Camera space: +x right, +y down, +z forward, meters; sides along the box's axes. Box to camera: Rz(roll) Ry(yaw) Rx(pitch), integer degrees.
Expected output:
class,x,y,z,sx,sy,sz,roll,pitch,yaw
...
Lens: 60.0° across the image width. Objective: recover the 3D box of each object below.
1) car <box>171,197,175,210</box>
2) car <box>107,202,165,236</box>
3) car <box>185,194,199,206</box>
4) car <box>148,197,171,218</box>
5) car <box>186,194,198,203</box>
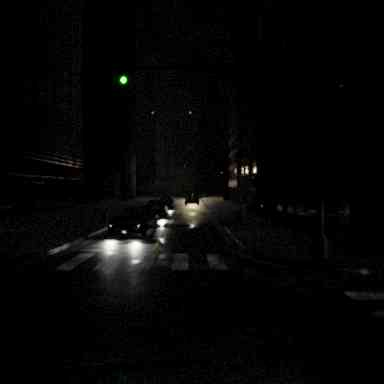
class,x,y,z,sx,sy,sz,roll,pitch,yaw
car,-3.055,1.334,40.502,2.033,1.411,5.357,0,1,2
car,-3.067,1.511,18.477,2.033,1.411,5.357,0,0,4
car,0.011,1.049,48.803,2.097,1.767,4.553,0,1,0
car,-3.083,1.402,28.810,1.837,1.490,4.892,0,1,0
car,0.014,1.081,58.836,2.128,1.511,4.902,0,1,0
